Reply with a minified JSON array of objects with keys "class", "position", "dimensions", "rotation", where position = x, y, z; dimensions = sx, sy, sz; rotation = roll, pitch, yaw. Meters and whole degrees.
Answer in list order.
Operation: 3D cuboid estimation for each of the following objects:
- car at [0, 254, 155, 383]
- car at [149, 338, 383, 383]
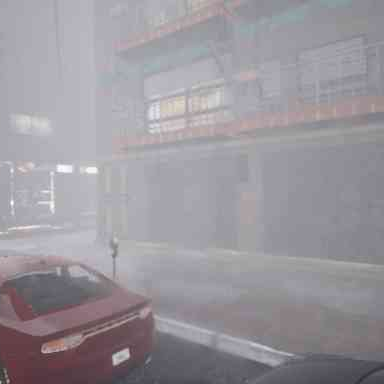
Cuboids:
[{"class":"car","position":[-2.549,1.578,4.734],"dimensions":[4.507,1.381,1.887],"rotation":[0,-1,36]},{"class":"car","position":[2.081,1.559,1.485],"dimensions":[4.313,1.339,1.947],"rotation":[0,-1,36]}]
